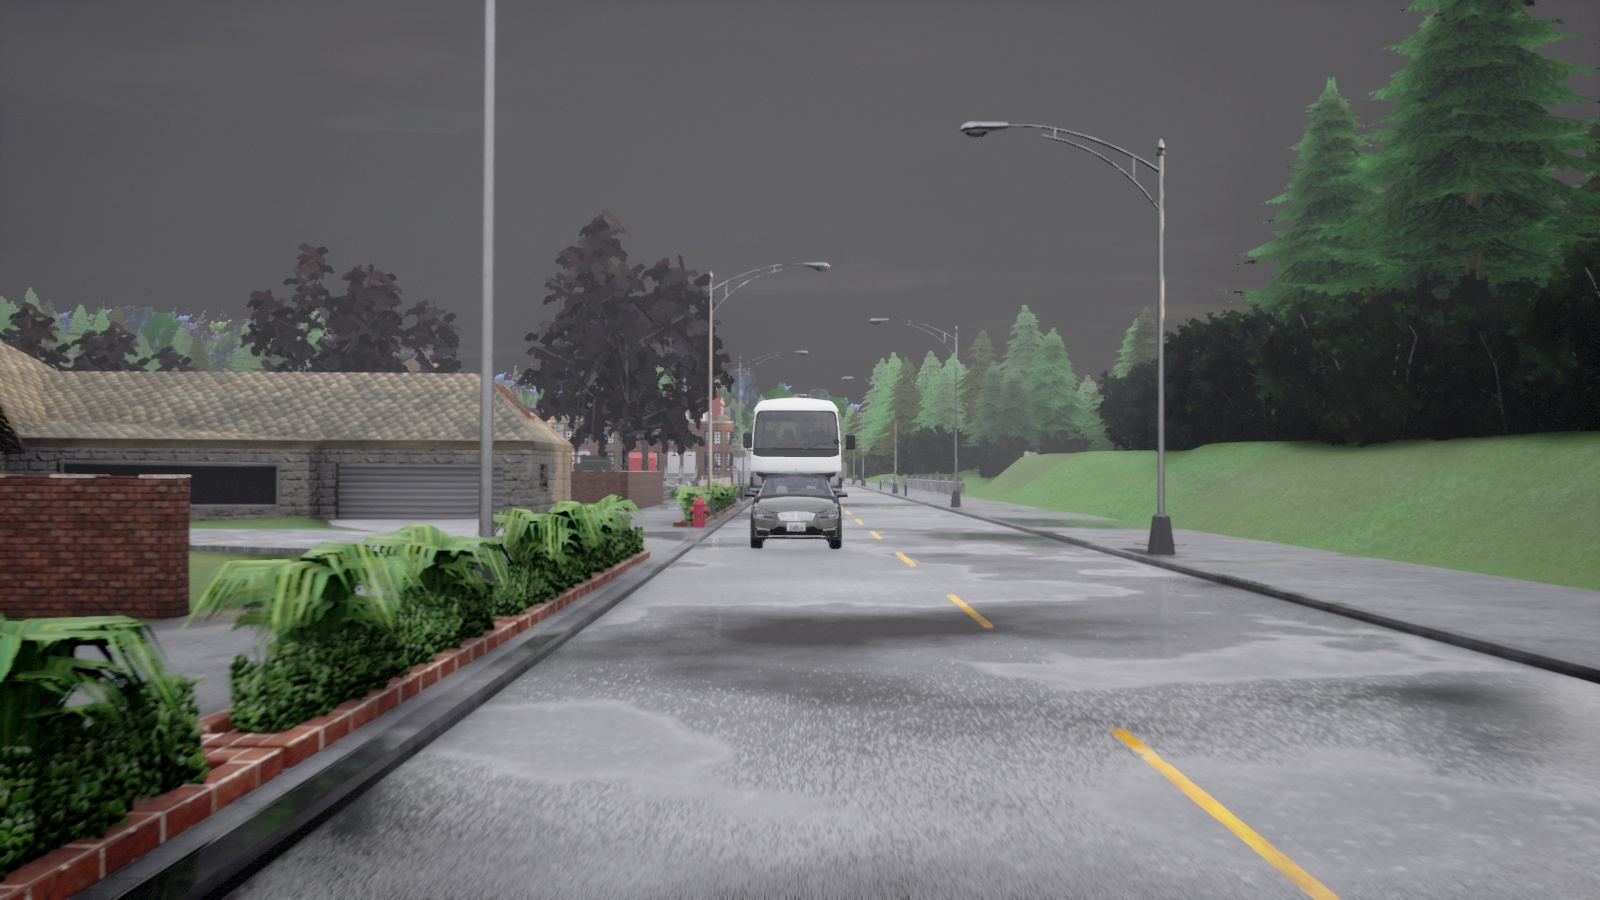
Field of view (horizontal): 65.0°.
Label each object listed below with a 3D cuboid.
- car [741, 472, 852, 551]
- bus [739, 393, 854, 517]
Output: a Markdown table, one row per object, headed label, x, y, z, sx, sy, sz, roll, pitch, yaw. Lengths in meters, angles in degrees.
| label | x | y | z | sx | sy | sz | roll | pitch | yaw |
| --- | --- | --- | --- | --- | --- | --- | --- | --- | --- |
| car | -0.071 | 1.215 | 26.519 | 2.128 | 1.511 | 4.902 | 0 | -1 | 0 |
| bus | -0.148 | 0.247 | 48.257 | 3.944 | 4.253 | 10.273 | 0 | -1 | 0 |
